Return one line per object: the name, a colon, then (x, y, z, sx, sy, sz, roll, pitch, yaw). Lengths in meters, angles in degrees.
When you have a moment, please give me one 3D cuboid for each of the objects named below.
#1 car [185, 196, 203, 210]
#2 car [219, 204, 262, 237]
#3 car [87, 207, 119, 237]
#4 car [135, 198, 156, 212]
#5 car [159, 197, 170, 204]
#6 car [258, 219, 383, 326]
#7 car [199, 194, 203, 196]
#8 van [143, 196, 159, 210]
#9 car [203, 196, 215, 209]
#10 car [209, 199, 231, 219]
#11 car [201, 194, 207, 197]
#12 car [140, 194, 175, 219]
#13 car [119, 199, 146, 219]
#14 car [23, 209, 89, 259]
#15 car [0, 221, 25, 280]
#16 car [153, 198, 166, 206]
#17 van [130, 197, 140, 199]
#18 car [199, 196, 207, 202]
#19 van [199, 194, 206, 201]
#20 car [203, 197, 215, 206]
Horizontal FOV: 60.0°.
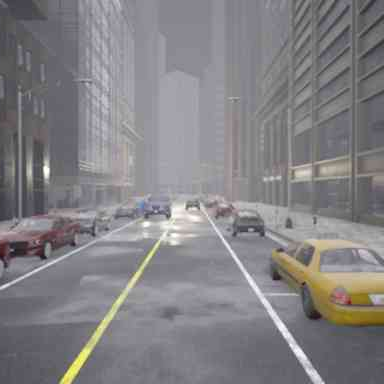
car: (0.110, 1.608, 44.525, 1.837, 1.490, 4.892, 0, 0, 0)
car: (2.853, 1.600, 18.277, 2.008, 1.369, 4.403, -1, 0, 0)
car: (-5.672, 1.599, 18.273, 2.008, 1.369, 4.403, -1, 0, 0)
car: (-5.668, 1.537, 40.773, 1.967, 1.590, 4.097, -1, 0, 0)
car: (-5.660, 1.704, 68.897, 1.947, 1.339, 4.313, -1, 0, 0)
car: (2.851, 1.546, 7.198, 1.752, 1.417, 4.829, -1, 0, 0)
car: (2.866, 1.704, 68.898, 1.947, 1.339, 4.313, -1, 0, 0)
van: (-5.667, 1.448, 46.398, 1.690, 1.788, 3.998, -1, 0, 0)
car: (2.860, 1.652, 46.399, 1.887, 1.381, 4.507, -1, 0, 0)
car: (2.856, 1.619, 29.525, 1.887, 1.381, 4.507, -1, 0, 0)
car: (2.860, 1.556, 52.024, 1.967, 1.590, 4.097, -1, 0, 0)
car: (-2.995, 1.283, 30.379, 2.150, 2.045, 5.566, 0, 0, 0)
car: (-5.669, 1.625, 29.523, 2.008, 1.369, 4.403, -1, 0, 0)
car: (-5.673, 1.579, 12.649, 1.887, 1.381, 4.507, -1, 0, 0)
car: (-5.675, 1.565, 7.025, 1.887, 1.381, 4.507, -1, 0, 0)
car: (-5.662, 1.706, 57.646, 1.802, 1.307, 4.206, -1, 0, 0)
van: (-5.670, 1.427, 35.148, 1.690, 1.788, 3.998, -1, 0, 0)
car: (2.869, 1.700, 85.770, 1.887, 1.381, 4.507, -1, 0, 0)
van: (2.869, 1.502, 91.395, 1.690, 1.788, 3.998, -1, 0, 0)
car: (2.863, 1.669, 57.648, 1.887, 1.381, 4.507, -1, 0, 0)
